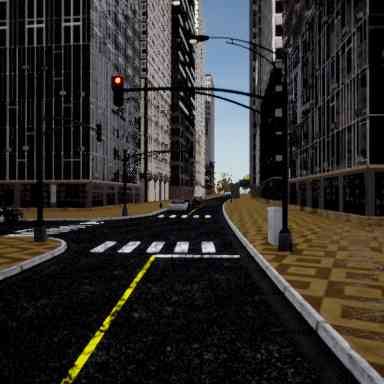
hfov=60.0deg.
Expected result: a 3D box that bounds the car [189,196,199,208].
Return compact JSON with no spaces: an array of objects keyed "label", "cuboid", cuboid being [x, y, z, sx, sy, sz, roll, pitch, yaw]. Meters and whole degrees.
[{"label":"car","cuboid":[-0.621,1.446,47.922,2.128,1.511,4.902,0,0,6]}]

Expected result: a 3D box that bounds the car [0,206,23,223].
[{"label":"car","cuboid":[-16.497,1.851,28.020,4.403,1.369,2.008,-1,1,10]}]

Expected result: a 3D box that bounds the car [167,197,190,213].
[{"label":"car","cuboid":[-1.597,1.573,36.867,1.895,1.301,4.718,0,0,4]}]

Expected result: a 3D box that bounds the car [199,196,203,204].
[{"label":"car","cuboid":[0.865,1.474,60.970,2.033,1.411,5.357,0,0,8]}]
